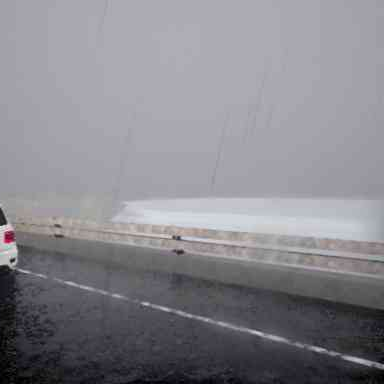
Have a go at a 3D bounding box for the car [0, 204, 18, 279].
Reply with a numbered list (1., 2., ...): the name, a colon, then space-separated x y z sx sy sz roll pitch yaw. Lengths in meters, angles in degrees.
1. car: -6.803 1.228 8.771 5.566 2.045 2.150 0 0 36
